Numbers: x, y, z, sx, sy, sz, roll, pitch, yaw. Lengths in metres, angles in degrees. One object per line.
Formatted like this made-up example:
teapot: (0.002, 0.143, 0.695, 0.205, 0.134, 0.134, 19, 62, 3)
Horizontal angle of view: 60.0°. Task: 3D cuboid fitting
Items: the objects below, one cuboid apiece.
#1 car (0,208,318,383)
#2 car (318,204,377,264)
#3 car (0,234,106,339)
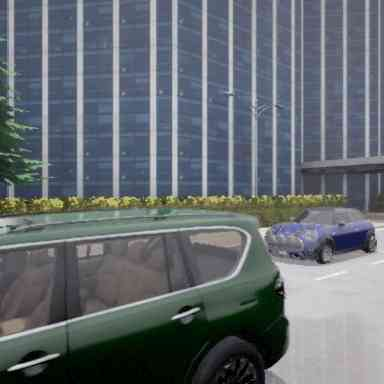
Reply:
car: (-1.483, 1.221, 2.880, 5.566, 2.045, 2.150, 0, 0, -37)
car: (4.672, 1.352, 11.976, 4.553, 1.767, 2.097, 0, 0, -37)
car: (-4.040, 1.601, 5.477, 4.718, 1.301, 1.895, 0, 0, -34)
